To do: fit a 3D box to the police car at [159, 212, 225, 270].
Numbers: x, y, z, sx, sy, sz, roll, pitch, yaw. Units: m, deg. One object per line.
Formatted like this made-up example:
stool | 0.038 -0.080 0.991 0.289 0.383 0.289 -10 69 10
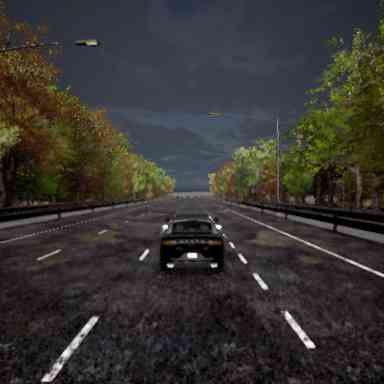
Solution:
police car | -0.002 1.511 11.357 1.930 1.638 5.238 0 -1 0
